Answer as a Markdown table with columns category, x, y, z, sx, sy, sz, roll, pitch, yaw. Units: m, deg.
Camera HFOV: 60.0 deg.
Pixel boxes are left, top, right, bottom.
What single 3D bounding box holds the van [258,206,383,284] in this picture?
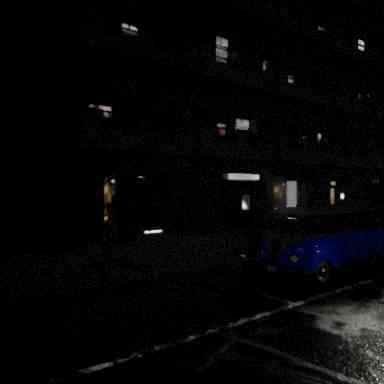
| category | x | y | z | sx | sy | sz | roll | pitch | yaw |
| --- | --- | --- | --- | --- | --- | --- | --- | --- | --- |
| van | 3.602 | 1.293 | 9.126 | 3.998 | 1.788 | 1.690 | 0 | 0 | -35 |
